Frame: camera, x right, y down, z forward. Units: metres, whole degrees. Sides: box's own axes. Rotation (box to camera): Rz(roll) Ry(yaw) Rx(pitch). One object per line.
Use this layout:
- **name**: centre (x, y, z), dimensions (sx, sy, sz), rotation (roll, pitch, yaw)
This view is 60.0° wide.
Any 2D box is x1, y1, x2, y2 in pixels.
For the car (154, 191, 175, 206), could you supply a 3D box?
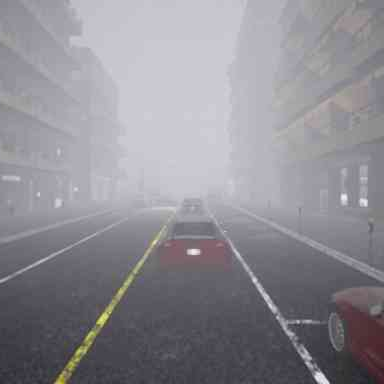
- **car**: centre (-3.092, 0.902, 39.592), dimensions (1.895, 1.301, 4.718), rotation (0, 1, 0)

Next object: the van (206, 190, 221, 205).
- **van**: centre (2.712, 0.605, 41.751), dimensions (1.690, 1.788, 3.998), rotation (1, 1, 0)

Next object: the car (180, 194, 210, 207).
- **car**: centre (0.067, 1.102, 25.232), dimensions (2.033, 1.411, 5.357), rotation (0, 1, 0)

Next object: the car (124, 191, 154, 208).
- **car**: centre (-5.640, 0.913, 36.163), dimensions (2.008, 1.369, 4.403), rotation (1, 1, 0)

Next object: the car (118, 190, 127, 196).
- **car**: centre (-16.484, 0.168, 75.425), dimensions (4.097, 1.590, 1.967), rotation (0, 0, 0)

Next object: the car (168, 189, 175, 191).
- **car**: centre (-5.666, -0.161, 90.840), dimensions (1.967, 1.590, 4.097), rotation (1, 1, 0)

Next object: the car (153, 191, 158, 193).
- **car**: centre (-5.640, 0.847, 41.703), dimensions (1.802, 1.307, 4.206), rotation (1, 1, 0)

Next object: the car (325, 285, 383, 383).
- **car**: centre (2.704, 1.527, 2.978), dimensions (1.802, 1.307, 4.206), rotation (1, 1, 0)

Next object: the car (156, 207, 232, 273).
- **car**: centre (0.062, 1.385, 10.056), dimensions (1.994, 1.385, 4.181), rotation (0, 1, 1)
